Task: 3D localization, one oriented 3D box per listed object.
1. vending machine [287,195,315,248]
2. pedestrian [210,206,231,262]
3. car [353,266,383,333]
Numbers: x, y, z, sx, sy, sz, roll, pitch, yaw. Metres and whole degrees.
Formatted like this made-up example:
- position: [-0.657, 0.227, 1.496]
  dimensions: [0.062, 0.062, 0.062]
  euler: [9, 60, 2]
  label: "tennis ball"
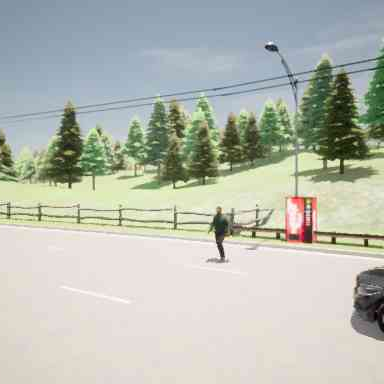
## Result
- position: [4.615, 1.195, 14.064]
  dimensions: [0.880, 2.100, 1.100]
  euler: [0, 0, 33]
  label: "vending machine"
- position: [0.898, 1.293, 10.537]
  dimensions: [0.375, 1.860, 0.375]
  euler: [0, 0, 32]
  label: "pedestrian"
- position: [4.854, 1.526, 4.680]
  dimensions: [4.674, 1.442, 1.812]
  euler: [0, 0, 36]
  label: "car"
